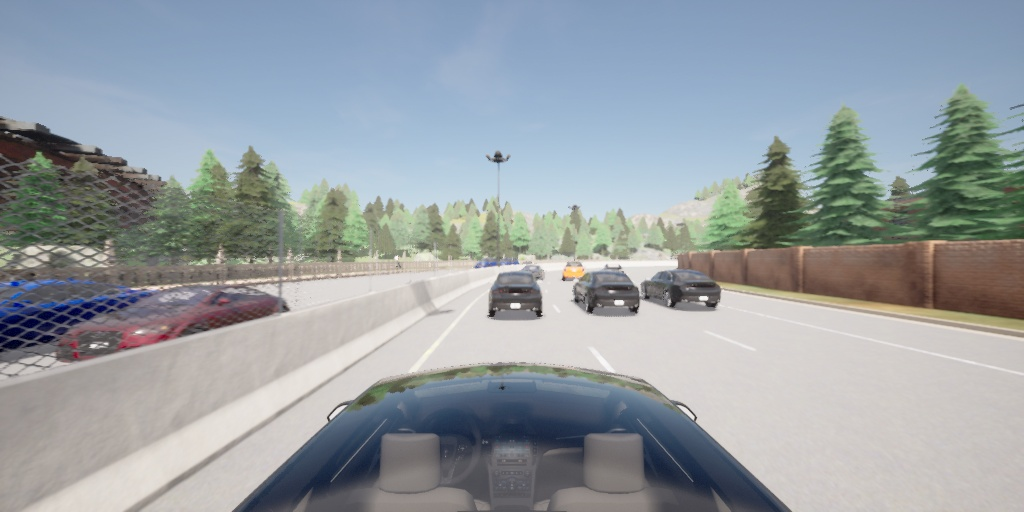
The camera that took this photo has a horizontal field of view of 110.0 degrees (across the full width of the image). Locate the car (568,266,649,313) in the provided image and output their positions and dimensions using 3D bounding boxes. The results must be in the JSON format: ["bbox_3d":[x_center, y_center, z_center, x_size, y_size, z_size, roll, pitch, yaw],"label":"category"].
[{"bbox_3d":[3.663,1.333,14.524,1.837,1.490,4.892,0,0,1],"label":"car"}]

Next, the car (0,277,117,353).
[{"bbox_3d":[-10.578,1.265,7.745,1.882,1.535,5.008,0,0,0],"label":"car"}]

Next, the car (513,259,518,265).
[{"bbox_3d":[2.398,1.613,56.744,1.812,1.442,4.674,0,-1,25],"label":"car"}]

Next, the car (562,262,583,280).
[{"bbox_3d":[5.855,1.295,33.443,2.097,1.767,4.553,0,0,11],"label":"car"}]

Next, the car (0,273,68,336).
[{"bbox_3d":[-14.072,1.267,8.080,1.882,1.535,5.008,0,0,0],"label":"car"}]

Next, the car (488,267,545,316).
[{"bbox_3d":[0.149,1.329,13.737,1.837,1.490,4.892,0,0,1],"label":"car"}]

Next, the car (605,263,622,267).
[{"bbox_3d":[9.447,1.435,33.536,2.128,1.511,4.902,0,0,12],"label":"car"}]

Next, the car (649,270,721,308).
[{"bbox_3d":[7.195,1.340,15.761,1.837,1.490,4.892,0,0,2],"label":"car"}]

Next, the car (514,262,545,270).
[{"bbox_3d":[1.838,1.480,31.561,2.033,1.411,5.357,0,0,11],"label":"car"}]

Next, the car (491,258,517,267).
[{"bbox_3d":[-0.717,1.311,58.357,2.150,2.045,5.566,0,-1,25],"label":"car"}]

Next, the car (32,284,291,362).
[{"bbox_3d":[-7.069,1.353,8.153,1.994,1.385,4.181,0,0,0],"label":"car"}]

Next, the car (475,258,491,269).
[{"bbox_3d":[-3.957,1.325,59.679,2.150,2.045,5.566,0,-1,25],"label":"car"}]
